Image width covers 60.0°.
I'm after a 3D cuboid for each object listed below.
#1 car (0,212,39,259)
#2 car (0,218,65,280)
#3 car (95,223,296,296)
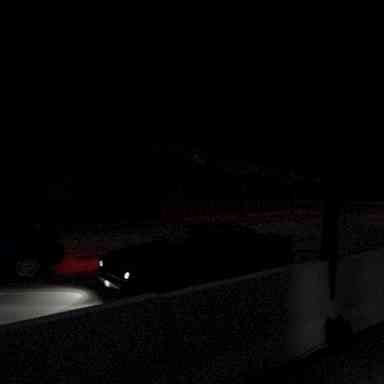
[{"bbox_3d":[-7.905,1.526,11.251,4.674,1.442,1.812,0,0,-35],"label":"car"},{"bbox_3d":[-5.892,1.478,8.387,5.008,1.535,1.882,0,0,-36],"label":"car"},{"bbox_3d":[0.381,1.537,8.563,5.357,1.411,2.033,0,0,-35],"label":"car"}]
